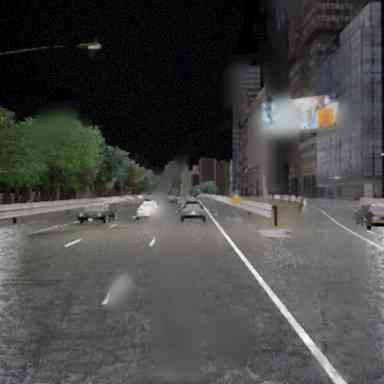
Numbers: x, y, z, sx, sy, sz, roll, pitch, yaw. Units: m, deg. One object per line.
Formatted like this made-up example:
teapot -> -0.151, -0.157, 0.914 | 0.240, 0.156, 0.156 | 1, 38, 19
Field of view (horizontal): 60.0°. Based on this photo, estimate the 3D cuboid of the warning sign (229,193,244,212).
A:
warning sign -> 4.536, 1.092, 33.872 | 1.300, 1.860, 1.060 | -1, -1, 0

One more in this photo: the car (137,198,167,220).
car -> -3.402, 1.514, 27.593 | 1.812, 1.442, 4.674 | 0, 0, 0

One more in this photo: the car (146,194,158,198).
car -> -7.004, 1.281, 57.602 | 2.097, 1.767, 4.553 | 0, 0, 0

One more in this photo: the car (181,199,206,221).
car -> 0.099, 1.552, 27.104 | 1.994, 1.385, 4.181 | 0, 0, 0

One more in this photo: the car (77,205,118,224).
car -> -6.909, 1.593, 24.852 | 1.895, 1.301, 4.718 | 0, 0, 0

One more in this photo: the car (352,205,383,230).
car -> 11.312, 1.486, 20.420 | 2.033, 1.411, 5.357 | 0, 0, 16

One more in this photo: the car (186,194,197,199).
car -> -0.003, 1.493, 57.755 | 1.994, 1.385, 4.181 | 0, 0, 0

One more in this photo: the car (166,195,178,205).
car -> -3.504, 1.281, 57.657 | 2.097, 1.767, 4.553 | 0, 0, 0
